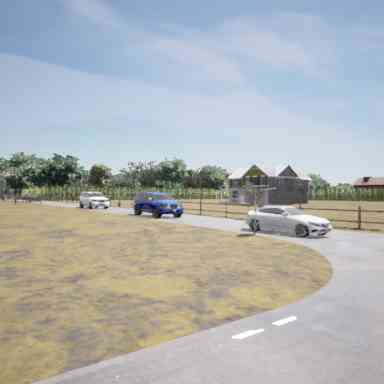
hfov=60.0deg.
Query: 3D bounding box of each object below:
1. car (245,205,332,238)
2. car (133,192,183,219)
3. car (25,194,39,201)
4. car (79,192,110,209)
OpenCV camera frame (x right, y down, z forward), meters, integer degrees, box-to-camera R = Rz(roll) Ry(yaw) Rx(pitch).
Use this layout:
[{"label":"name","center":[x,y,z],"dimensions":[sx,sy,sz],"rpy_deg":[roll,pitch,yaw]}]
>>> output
[{"label":"car","center":[4.873,1.445,17.409],"dimensions":[1.812,1.442,4.674],"rpy_deg":[2,0,-39]},{"label":"car","center":[-2.942,1.048,27.816],"dimensions":[2.150,2.045,5.566],"rpy_deg":[2,0,-36]},{"label":"car","center":[-40.153,1.533,84.307],"dimensions":[2.128,1.511,4.902],"rpy_deg":[2,-2,-36]},{"label":"car","center":[-11.889,1.005,40.253],"dimensions":[2.150,2.045,5.566],"rpy_deg":[2,-1,-36]}]
